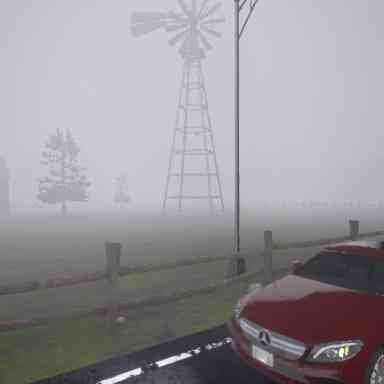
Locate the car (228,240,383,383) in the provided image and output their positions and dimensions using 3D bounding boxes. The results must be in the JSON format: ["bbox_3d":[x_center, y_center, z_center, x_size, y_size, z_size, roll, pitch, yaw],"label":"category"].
[{"bbox_3d":[2.659,1.524,4.983,4.674,1.442,1.812,0,0,-36],"label":"car"}]
